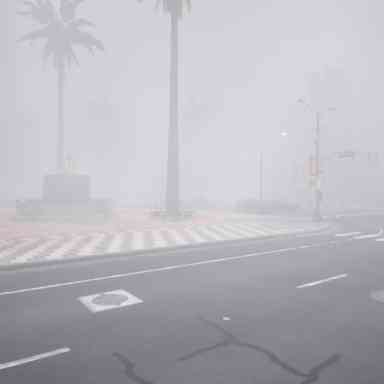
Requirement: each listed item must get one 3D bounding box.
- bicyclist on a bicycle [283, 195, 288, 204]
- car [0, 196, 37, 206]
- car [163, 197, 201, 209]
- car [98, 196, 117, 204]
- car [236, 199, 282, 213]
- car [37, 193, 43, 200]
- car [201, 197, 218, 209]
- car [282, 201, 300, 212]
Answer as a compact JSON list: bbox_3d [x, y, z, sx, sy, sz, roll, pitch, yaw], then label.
[{"bbox_3d":[15.278,1.301,54.491,0.582,1.620,1.656,0,0,42],"label":"bicyclist on a bicycle"},{"bbox_3d":[-28.646,1.505,54.335,4.892,1.490,1.837,0,0,-14],"label":"car"},{"bbox_3d":[-1.629,1.526,44.423,4.674,1.442,1.812,0,0,29],"label":"car"},{"bbox_3d":[-15.835,1.492,59.127,4.902,1.511,2.128,0,0,2],"label":"car"},{"bbox_3d":[7.033,1.505,36.528,1.837,1.490,4.892,0,0,-39],"label":"car"},{"bbox_3d":[-26.043,1.221,58.561,5.566,2.045,2.150,0,0,-10],"label":"car"},{"bbox_3d":[1.355,1.506,46.611,4.892,1.490,1.837,0,0,32],"label":"car"},{"bbox_3d":[9.974,1.601,38.462,1.895,1.301,4.718,0,0,-39],"label":"car"}]
